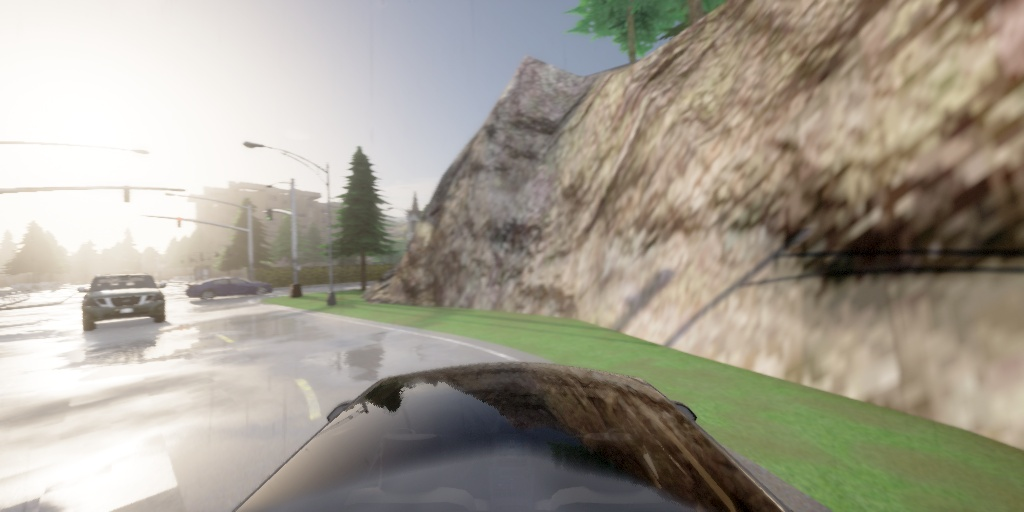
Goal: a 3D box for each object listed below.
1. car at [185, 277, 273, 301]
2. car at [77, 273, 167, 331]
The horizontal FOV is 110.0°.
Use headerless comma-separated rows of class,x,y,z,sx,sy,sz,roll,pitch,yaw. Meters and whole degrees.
car,-20.416,2.294,26.131,1.882,1.535,5.008,-3,-2,42
car,-16.041,1.739,14.842,5.566,2.045,2.150,-3,-1,42
